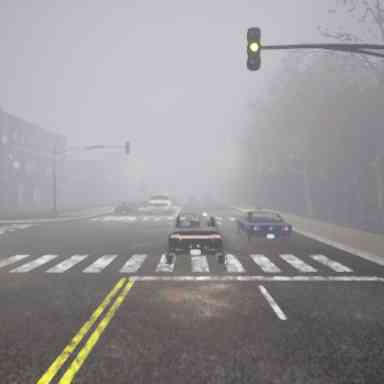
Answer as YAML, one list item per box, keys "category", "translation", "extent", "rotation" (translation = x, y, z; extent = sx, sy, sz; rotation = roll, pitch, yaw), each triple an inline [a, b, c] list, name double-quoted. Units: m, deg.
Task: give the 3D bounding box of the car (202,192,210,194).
- category: "car"
  translation: [3.239, 0.992, 75.685]
  extent: [2.150, 2.045, 5.566]
  rotation: [0, 0, 0]

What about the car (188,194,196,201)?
- category: "car"
  translation: [-0.011, 1.244, 75.655]
  extent: [1.882, 1.535, 5.008]
  rotation: [0, 0, 0]

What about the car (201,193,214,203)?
- category: "car"
  translation: [3.240, 1.493, 65.238]
  extent: [2.033, 1.411, 5.357]
  rotation: [0, 0, 0]

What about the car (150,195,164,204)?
- category: "car"
  translation: [-6.539, 1.439, 63.234]
  extent: [2.128, 1.511, 4.902]
  rotation: [0, 0, 1]

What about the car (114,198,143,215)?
- category: "car"
  translation: [-6.599, 1.573, 34.204]
  extent: [1.895, 1.301, 4.718]
  rotation: [0, 0, 0]

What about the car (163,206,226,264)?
- category: "car"
  translation: [0.100, 1.484, 11.829]
  extent: [2.128, 1.511, 4.902]
  rotation: [0, 0, 0]

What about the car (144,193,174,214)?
- category: "car"
  translation: [-3.346, 1.190, 34.801]
  extent: [2.150, 2.045, 5.566]
  rotation: [0, 1, 0]

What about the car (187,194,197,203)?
- category: "car"
  translation: [-0.010, 1.422, 65.237]
  extent: [1.882, 1.535, 5.008]
  rotation: [0, 0, 0]

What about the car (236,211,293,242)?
- category: "car"
  translation: [3.349, 1.590, 16.379]
  extent: [1.895, 1.301, 4.718]
  rotation: [0, 0, 0]

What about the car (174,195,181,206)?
- category: "car"
  translation: [-3.299, 1.556, 54.028]
  extent: [1.895, 1.301, 4.718]
  rotation: [0, 0, 1]
